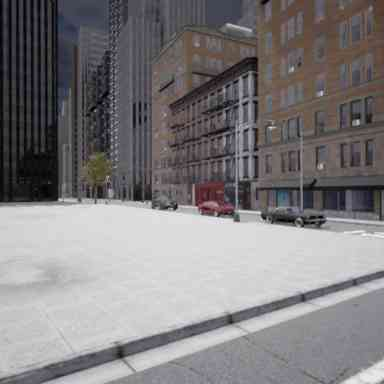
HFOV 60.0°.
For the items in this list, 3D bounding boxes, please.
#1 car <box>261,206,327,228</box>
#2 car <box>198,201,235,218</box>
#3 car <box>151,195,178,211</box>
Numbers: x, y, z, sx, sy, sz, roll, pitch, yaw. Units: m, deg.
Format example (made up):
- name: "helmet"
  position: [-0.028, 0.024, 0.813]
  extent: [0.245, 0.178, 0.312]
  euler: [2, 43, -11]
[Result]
- name: "car"
  position: [6.953, 1.688, 23.092]
  extent: [1.895, 1.301, 4.718]
  euler: [0, 0, -26]
- name: "car"
  position: [2.321, 1.620, 32.490]
  extent: [1.882, 1.535, 5.008]
  euler: [0, 0, -26]
- name: "car"
  position: [-3.756, 1.445, 44.875]
  extent: [2.150, 2.045, 5.566]
  euler: [0, 0, -26]
